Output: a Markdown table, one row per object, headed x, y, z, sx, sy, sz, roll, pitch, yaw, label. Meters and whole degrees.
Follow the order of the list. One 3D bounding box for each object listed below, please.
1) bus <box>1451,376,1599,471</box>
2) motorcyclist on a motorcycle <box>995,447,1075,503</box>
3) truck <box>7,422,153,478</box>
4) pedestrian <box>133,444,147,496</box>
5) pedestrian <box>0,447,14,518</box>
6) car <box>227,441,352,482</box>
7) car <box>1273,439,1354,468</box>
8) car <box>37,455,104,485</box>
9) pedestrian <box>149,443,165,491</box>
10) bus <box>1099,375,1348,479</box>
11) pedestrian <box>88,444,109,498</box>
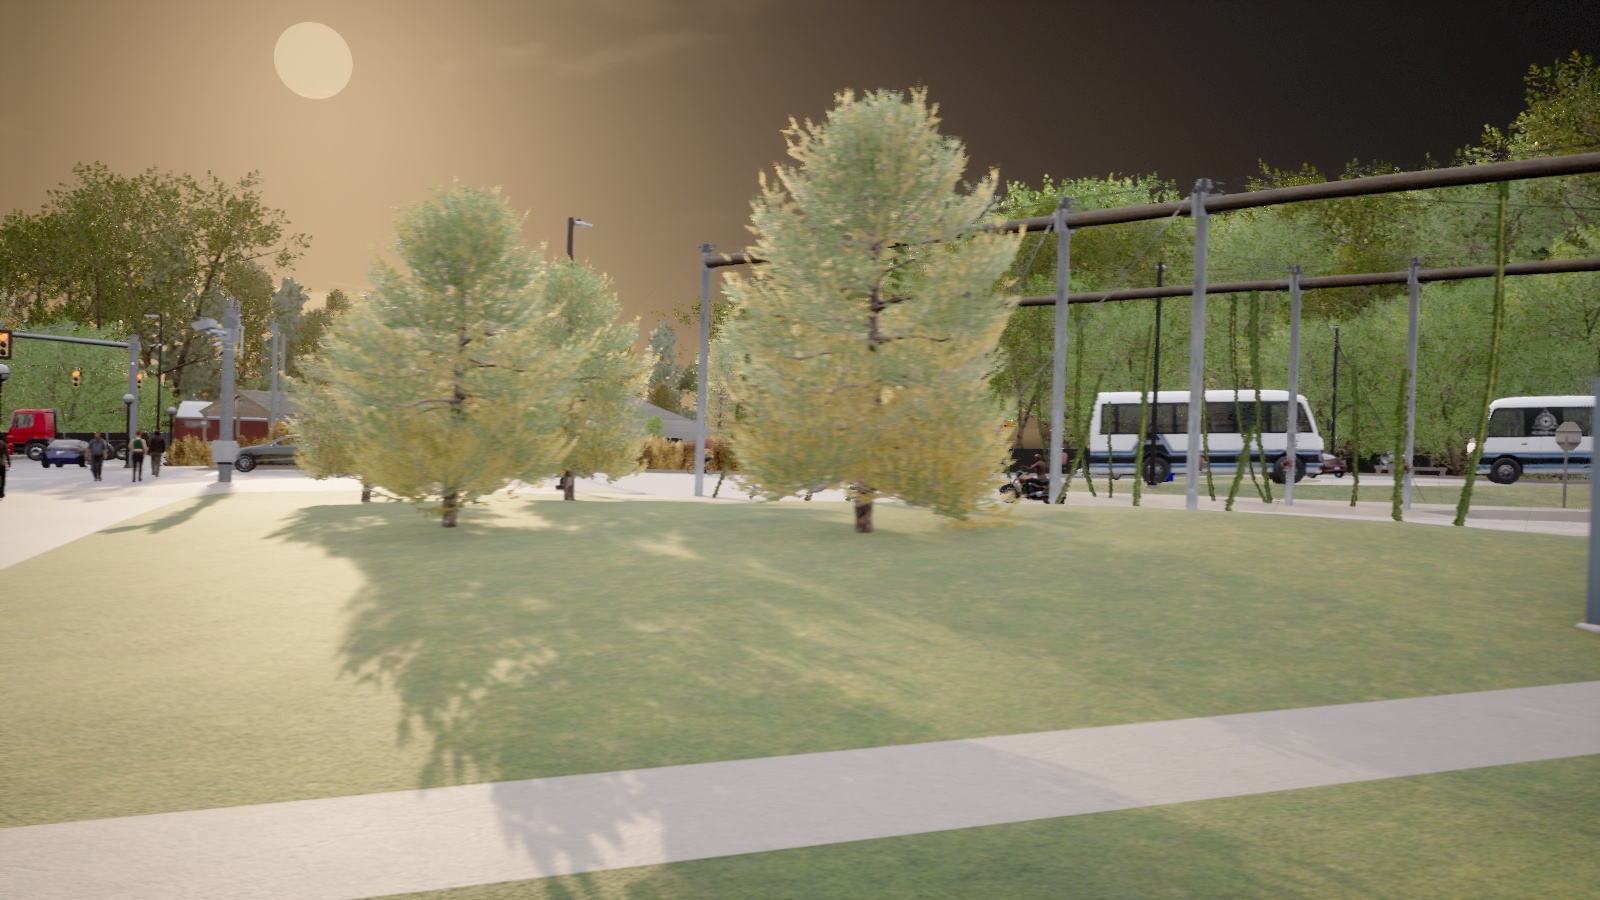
| x | y | z | sx | sy | sz | roll | pitch | yaw | label |
| --- | --- | --- | --- | --- | --- | --- | --- | --- | --- |
| 37.129 | -1.274 | 60.076 | 10.273 | 4.253 | 3.944 | -2 | -1 | 23 | bus |
| 7.148 | 0.766 | 38.290 | 2.350 | 1.649 | 0.766 | -1 | -1 | 44 | motorcyclist on a motorcycle |
| -47.575 | -0.008 | 83.243 | 7.936 | 3.462 | 2.891 | -1 | 1 | -20 | truck |
| -23.425 | 0.709 | 44.558 | 0.345 | 1.836 | 0.594 | 1 | 0 | -21 | pedestrian |
| -20.779 | 0.838 | 32.708 | 0.328 | 1.805 | 0.869 | 1 | 0 | -21 | pedestrian |
| -22.645 | 0.468 | 55.886 | 5.027 | 1.651 | 2.152 | -1 | 1 | -20 | car |
| 28.123 | 0.178 | 68.892 | 1.812 | 1.442 | 4.674 | -2 | 1 | -11 | car |
| -38.183 | 1.040 | 65.853 | 2.163 | 1.488 | 4.792 | -1 | -1 | -19 | car |
| -24.908 | 0.660 | 48.668 | 0.431 | 1.840 | 0.703 | 0 | 1 | -35 | pedestrian |
| 18.918 | -0.975 | 56.897 | 10.273 | 4.253 | 3.944 | -2 | 0 | 15 | bus |
| -24.583 | 0.731 | 44.019 | 0.540 | 1.848 | 0.694 | 1 | 0 | -23 | pedestrian |
